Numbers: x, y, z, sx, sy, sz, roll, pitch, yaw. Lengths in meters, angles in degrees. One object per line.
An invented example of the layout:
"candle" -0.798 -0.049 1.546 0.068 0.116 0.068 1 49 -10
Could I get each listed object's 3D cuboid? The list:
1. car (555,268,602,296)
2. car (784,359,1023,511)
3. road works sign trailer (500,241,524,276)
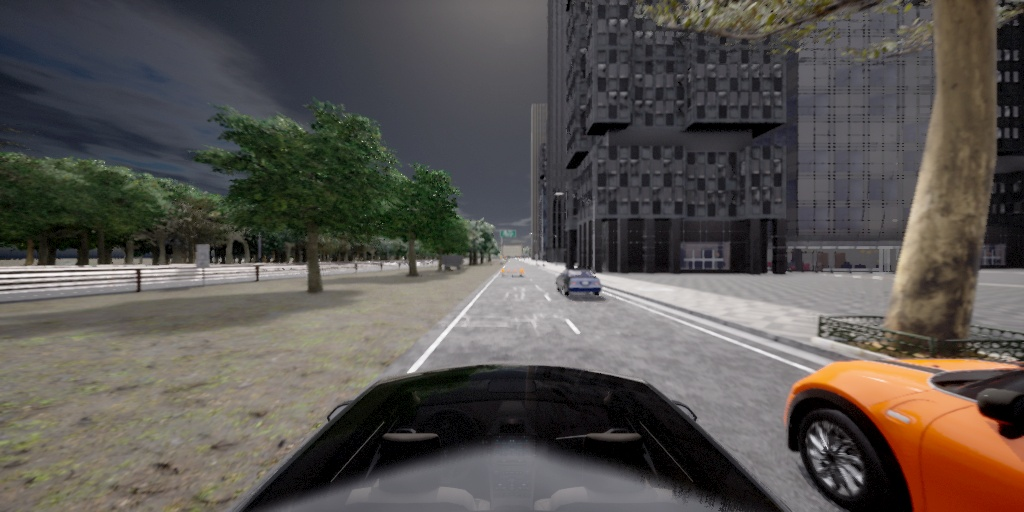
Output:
"car" 3.597 1.378 20.077 2.033 1.411 5.357 0 0 0
"car" 3.601 1.101 1.477 2.097 1.767 4.553 0 0 0
"road works sign trailer" 0.011 0.446 40.841 2.380 3.560 2.880 0 0 0
